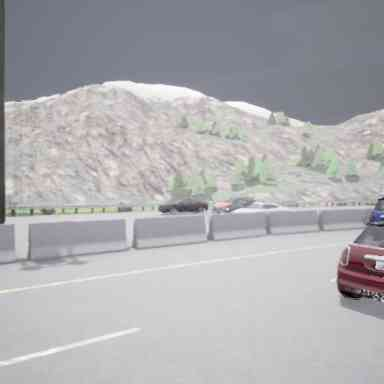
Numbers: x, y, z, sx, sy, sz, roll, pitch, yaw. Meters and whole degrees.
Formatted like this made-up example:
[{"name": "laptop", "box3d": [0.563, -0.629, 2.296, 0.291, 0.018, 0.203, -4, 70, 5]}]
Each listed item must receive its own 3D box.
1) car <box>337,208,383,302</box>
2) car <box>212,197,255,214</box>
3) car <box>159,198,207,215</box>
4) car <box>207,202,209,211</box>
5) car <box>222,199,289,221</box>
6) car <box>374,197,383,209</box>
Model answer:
[{"name": "car", "box3d": [5.195, 1.332, 7.026, 4.553, 1.767, 2.097, 0, 0, -32]}, {"name": "car", "box3d": [4.302, 1.404, 27.017, 4.892, 1.490, 1.837, 0, 0, -29]}, {"name": "car", "box3d": [-0.780, 1.347, 32.189, 5.008, 1.535, 1.882, 0, 0, -29]}, {"name": "car", "box3d": [4.112, 1.236, 30.886, 4.553, 1.767, 2.097, 0, 0, -28]}, {"name": "car", "box3d": [4.756, 1.441, 23.286, 4.674, 1.442, 1.812, 0, 0, -29]}, {"name": "car", "box3d": [9.774, 1.183, 13.840, 5.566, 2.045, 2.150, 0, 0, -29]}]
